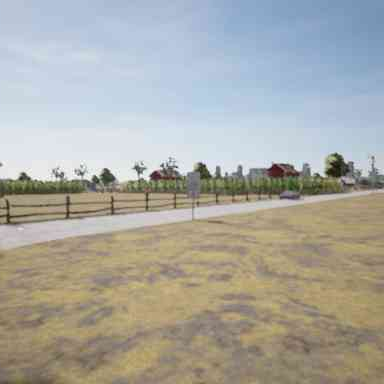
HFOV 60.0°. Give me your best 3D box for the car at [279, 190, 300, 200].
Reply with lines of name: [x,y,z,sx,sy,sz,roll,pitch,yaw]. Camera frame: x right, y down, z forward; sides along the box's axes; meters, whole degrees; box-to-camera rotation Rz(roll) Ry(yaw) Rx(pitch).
car: [14.576,0.453,49.482,1.994,1.385,4.181,1,2,36]
